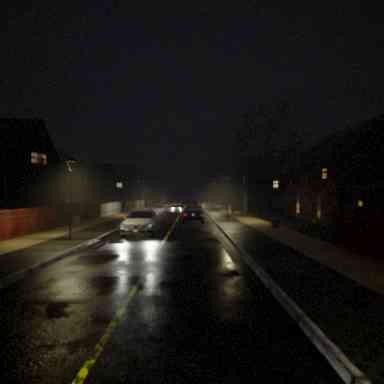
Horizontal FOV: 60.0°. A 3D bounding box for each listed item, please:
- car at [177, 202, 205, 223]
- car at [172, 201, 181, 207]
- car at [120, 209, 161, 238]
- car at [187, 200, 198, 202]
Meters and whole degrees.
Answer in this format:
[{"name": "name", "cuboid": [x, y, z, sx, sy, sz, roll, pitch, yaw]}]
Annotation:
[{"name": "car", "cuboid": [0.095, 1.844, 28.203, 2.033, 1.411, 5.357, 0, -1, 0]}, {"name": "car", "cuboid": [-2.766, 2.325, 63.467, 1.895, 1.301, 4.718, 0, -1, 0]}, {"name": "car", "cuboid": [-2.868, 1.728, 19.257, 1.812, 1.442, 4.674, 0, -1, 0]}, {"name": "car", "cuboid": [0.090, 1.792, 41.942, 2.097, 1.767, 4.553, 0, -1, 0]}]
